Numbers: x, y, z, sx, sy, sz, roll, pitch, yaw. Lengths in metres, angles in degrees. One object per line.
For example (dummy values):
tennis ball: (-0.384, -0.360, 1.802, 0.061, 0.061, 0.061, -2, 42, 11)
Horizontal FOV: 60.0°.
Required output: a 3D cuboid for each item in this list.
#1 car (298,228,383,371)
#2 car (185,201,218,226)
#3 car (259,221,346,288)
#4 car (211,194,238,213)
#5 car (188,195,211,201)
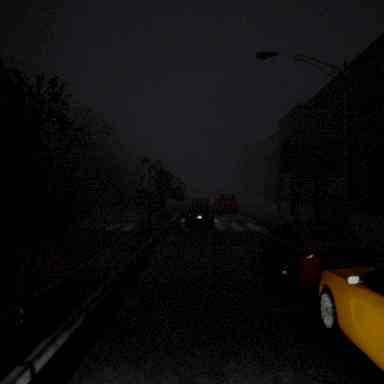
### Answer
car: (3.073, 1.487, 3.744, 2.097, 1.535, 5.008, 0, 0, 1)
car: (0.525, 1.578, 23.256, 1.994, 1.385, 4.181, 0, 0, 1)
car: (3.168, 1.521, 9.242, 2.163, 1.488, 4.792, 0, 0, 1)
car: (3.768, 1.242, 36.961, 2.435, 2.045, 5.566, 0, 0, 1)
car: (0.929, 1.498, 42.100, 2.128, 1.511, 4.902, 0, 0, 1)
